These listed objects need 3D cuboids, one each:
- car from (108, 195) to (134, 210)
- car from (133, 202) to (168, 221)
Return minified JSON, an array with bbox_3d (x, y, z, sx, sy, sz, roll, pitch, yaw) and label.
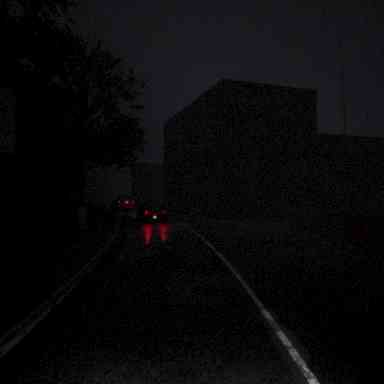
[{"bbox_3d":[-8.368,1.219,40.148,2.097,1.767,4.553,0,0,-24],"label":"car"},{"bbox_3d":[-3.197,1.490,25.794,1.895,1.301,4.718,0,0,-15],"label":"car"}]
